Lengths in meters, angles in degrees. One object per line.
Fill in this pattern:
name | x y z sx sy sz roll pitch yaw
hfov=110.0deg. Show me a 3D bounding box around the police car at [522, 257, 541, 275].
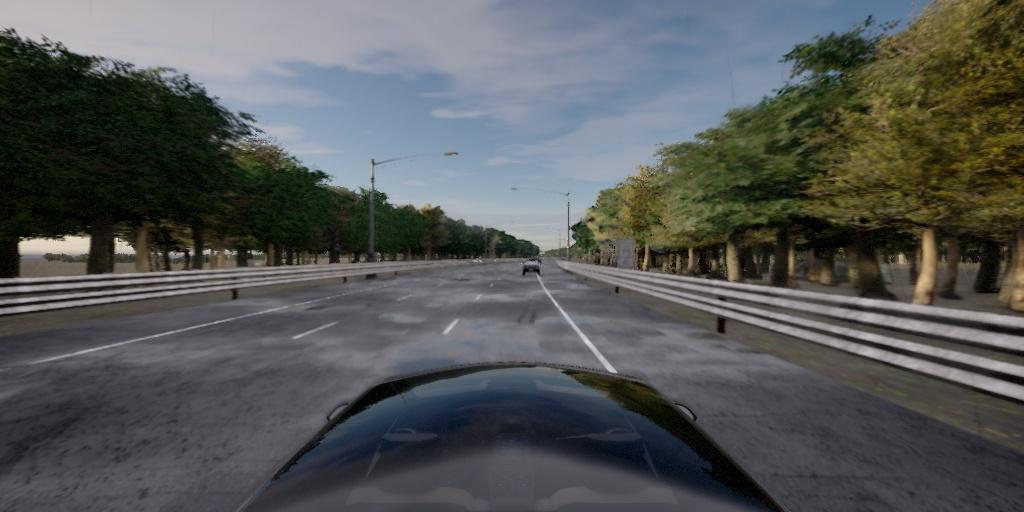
police car | 2.117 1.242 39.790 1.930 1.638 5.238 0 0 3
